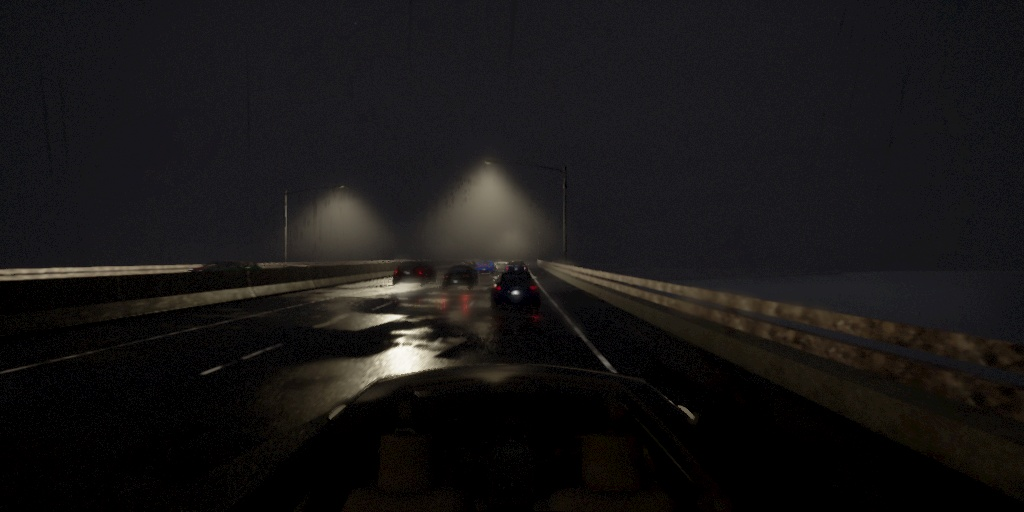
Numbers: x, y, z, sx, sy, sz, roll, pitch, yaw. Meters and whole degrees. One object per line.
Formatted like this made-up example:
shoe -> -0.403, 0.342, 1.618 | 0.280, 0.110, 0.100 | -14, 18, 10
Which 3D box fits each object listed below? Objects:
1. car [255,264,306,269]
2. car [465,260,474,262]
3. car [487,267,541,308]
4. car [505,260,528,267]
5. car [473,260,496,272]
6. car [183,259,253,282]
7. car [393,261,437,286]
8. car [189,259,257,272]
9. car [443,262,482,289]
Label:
car -> -17.351, 1.386, 28.208 | 1.895, 1.301, 4.718 | 0, 0, 1
car -> -6.125, 1.332, 53.028 | 2.128, 1.511, 4.902 | 0, 0, 2
car -> 0.163, 1.329, 15.228 | 1.994, 1.385, 4.181 | 0, 0, 0
car -> 0.404, 1.147, 33.367 | 2.097, 1.767, 4.553 | 0, 0, 1
car -> -2.934, 1.288, 41.332 | 1.882, 1.535, 5.008 | 0, 0, 1
car -> -24.315, 1.139, 29.908 | 2.097, 1.767, 4.553 | 0, 0, 1
car -> -6.730, 1.132, 25.378 | 2.097, 1.767, 4.553 | 0, 0, 1
car -> -20.880, 1.133, 26.732 | 2.097, 1.767, 4.553 | 0, 0, 1
car -> -3.258, 1.302, 23.152 | 1.812, 1.442, 4.674 | 0, 0, 1
